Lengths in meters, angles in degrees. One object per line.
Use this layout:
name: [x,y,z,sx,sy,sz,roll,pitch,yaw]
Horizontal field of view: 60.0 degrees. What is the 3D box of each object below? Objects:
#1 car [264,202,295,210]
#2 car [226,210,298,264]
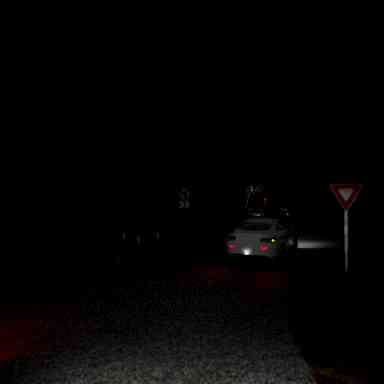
car: [8.163,1.728,31.392,2.128,1.511,4.902,0,0,-4]
car: [2.682,1.618,12.303,1.812,1.442,4.674,0,0,25]
